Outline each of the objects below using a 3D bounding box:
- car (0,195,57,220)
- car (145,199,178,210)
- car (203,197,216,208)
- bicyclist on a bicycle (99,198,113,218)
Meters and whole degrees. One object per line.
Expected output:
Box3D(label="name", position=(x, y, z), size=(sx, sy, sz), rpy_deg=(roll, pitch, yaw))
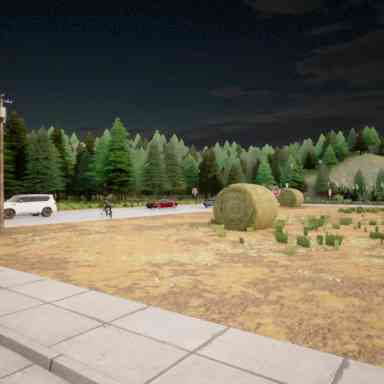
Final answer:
Box3D(label="car", position=(-14.710, 1.247, 29.152), size=(2.150, 2.045, 5.566), rpy_deg=(0, 0, 36))
Box3D(label="car", position=(-3.929, 1.625, 43.724), size=(1.895, 1.301, 4.718), rpy_deg=(0, 0, 37))
Box3D(label="car", position=(3.557, 1.516, 47.757), size=(2.128, 1.511, 4.902), rpy_deg=(0, 0, 37))
Box3D(label="bicyclist on a bicycle", position=(-6.988, 1.326, 27.009), size=(1.656, 1.620, 0.582), rpy_deg=(0, 0, 36))
